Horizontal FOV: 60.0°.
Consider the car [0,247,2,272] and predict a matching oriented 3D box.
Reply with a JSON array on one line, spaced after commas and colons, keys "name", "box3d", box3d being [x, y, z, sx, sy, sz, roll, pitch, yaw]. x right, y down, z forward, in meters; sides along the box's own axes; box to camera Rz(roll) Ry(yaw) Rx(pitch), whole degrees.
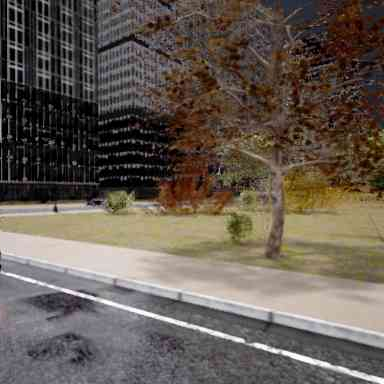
[{"name": "car", "box3d": [-6.721, 1.506, 8.476, 4.902, 1.511, 2.128, 0, 0, 36]}]

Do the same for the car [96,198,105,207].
[{"name": "car", "box3d": [-12.116, 1.640, 52.266, 1.812, 1.442, 4.674, -1, -1, 37]}]

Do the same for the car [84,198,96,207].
[{"name": "car", "box3d": [-15.063, 1.655, 53.745, 2.128, 1.511, 4.902, -1, -1, 37]}]
